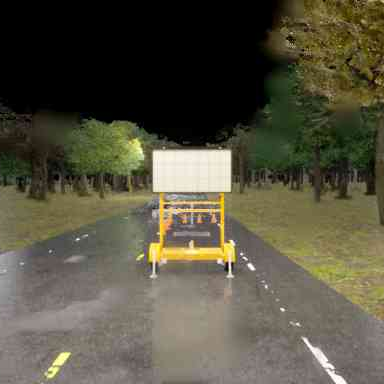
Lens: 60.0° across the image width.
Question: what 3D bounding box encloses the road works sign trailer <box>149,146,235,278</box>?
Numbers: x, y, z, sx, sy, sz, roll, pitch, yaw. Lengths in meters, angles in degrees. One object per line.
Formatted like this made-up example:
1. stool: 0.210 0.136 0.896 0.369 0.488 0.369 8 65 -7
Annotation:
1. road works sign trailer: -0.001 0.434 10.069 2.380 3.560 2.880 0 0 0

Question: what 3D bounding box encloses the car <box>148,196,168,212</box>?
1. car: -3.502 1.199 34.931 1.837 1.490 4.892 0 1 0
